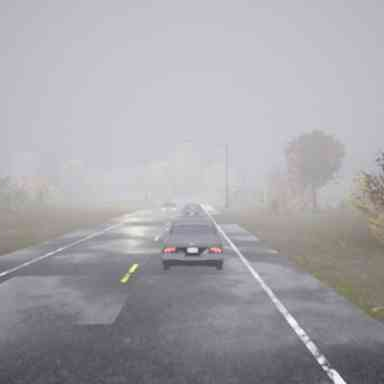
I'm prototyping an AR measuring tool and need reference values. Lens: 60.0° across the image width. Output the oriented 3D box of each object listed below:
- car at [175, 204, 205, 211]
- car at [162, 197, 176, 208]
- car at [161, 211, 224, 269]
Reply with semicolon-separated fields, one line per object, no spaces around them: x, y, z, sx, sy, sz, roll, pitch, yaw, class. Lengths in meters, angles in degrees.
0.045;1.636;26.253;2.033;1.411;5.357;0;0;1;car
-3.582;1.542;52.303;2.097;1.767;4.553;0;0;0;car
0.042;1.585;11.256;2.033;1.411;5.357;0;0;1;car
